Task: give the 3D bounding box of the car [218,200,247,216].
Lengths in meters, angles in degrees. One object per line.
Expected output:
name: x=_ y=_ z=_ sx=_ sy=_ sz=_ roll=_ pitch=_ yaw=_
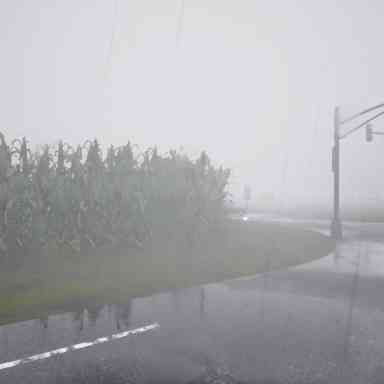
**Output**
car: x=3.088 y=1.501 z=31.904 sx=2.033 sy=1.411 sz=5.357 roll=1 pitch=0 yaw=-26
